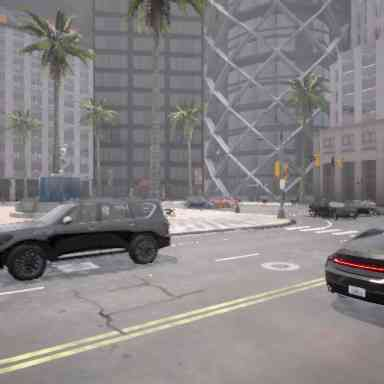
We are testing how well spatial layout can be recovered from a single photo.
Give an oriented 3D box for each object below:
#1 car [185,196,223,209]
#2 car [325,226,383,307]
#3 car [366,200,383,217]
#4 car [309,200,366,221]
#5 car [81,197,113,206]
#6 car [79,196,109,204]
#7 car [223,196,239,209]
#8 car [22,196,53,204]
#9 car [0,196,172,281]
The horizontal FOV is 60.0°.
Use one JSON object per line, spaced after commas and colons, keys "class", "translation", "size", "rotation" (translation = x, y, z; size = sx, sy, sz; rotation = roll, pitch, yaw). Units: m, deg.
{"class": "car", "translation": [1.285, 1.352, 44.038], "size": [4.553, 1.767, 2.097], "rotation": [0, 0, 40]}
{"class": "car", "translation": [4.893, 1.505, 7.279], "size": [4.892, 1.490, 1.837], "rotation": [0, 0, -35]}
{"class": "car", "translation": [15.930, 1.491, 31.144], "size": [2.128, 1.511, 4.902], "rotation": [0, 0, -36]}
{"class": "car", "translation": [11.789, 1.478, 27.958], "size": [1.882, 1.535, 5.008], "rotation": [1, 0, -12]}
{"class": "car", "translation": [-15.717, 1.525, 55.012], "size": [4.674, 1.442, 1.812], "rotation": [0, 0, 5]}
{"class": "car", "translation": [-18.294, 1.478, 62.134], "size": [5.008, 1.535, 1.882], "rotation": [0, 0, 2]}
{"class": "car", "translation": [4.266, 1.352, 46.001], "size": [4.553, 1.767, 2.097], "rotation": [0, 0, 41]}
{"class": "car", "translation": [-28.454, 1.492, 61.334], "size": [4.902, 1.511, 2.128], "rotation": [0, 0, -10]}
{"class": "car", "translation": [-3.282, 1.221, 10.225], "size": [5.566, 2.045, 2.150], "rotation": [0, 0, -35]}
